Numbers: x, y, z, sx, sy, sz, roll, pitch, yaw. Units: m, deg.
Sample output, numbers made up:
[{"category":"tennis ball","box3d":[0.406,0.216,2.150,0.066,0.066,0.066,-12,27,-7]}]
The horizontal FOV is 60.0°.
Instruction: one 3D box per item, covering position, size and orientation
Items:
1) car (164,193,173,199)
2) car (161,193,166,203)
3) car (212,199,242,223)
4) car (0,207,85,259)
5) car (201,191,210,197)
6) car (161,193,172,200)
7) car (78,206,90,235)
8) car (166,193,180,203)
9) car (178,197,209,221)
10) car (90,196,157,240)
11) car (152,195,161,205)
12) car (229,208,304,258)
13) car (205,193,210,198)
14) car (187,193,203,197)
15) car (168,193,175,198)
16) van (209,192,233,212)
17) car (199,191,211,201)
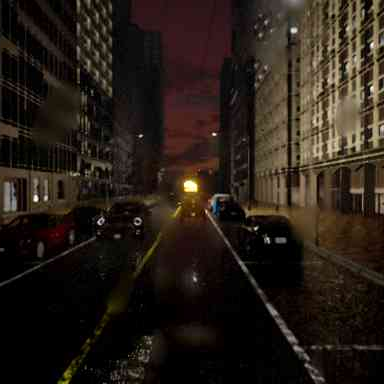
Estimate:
[{"category":"car","box3d":[-5.706,0.946,80.463,1.947,1.339,4.313,0,0,0]},{"category":"car","box3d":[-5.700,1.164,52.002,2.008,1.369,4.403,0,0,0]},{"category":"car","box3d":[2.687,1.399,23.532,1.947,1.339,4.313,0,0,0]},{"category":"car","box3d":[-5.691,1.459,12.154,1.887,1.381,4.507,0,0,0]},{"category":"car","box3d":[2.681,0.883,57.683,2.192,1.841,5.009,0,0,0]},{"category":"car","box3d":[-5.704,0.979,74.771,2.008,1.369,4.403,0,0,0]},{"category":"car","box3d":[-5.693,1.440,17.847,1.947,1.339,4.313,0,0,0]},{"category":"car","box3d":[-3.068,1.043,57.981,1.882,1.535,5.008,0,0,0]},{"category":"car","box3d":[0.094,1.348,24.991,1.812,1.442,4.674,0,0,0]},{"category":"car","box3d":[-3.104,1.238,16.095,2.097,1.767,4.553,0,0,0]},{"category":"car","box3d":[-5.698,1.185,46.139,1.752,1.417,4.829,0,0,0]},{"category":"car","box3d":[2.689,1.481,12.148,1.947,1.339,4.313,0,0,0]},{"category":"car","box3d":[2.685,1.188,34.916,1.967,1.590,4.097,0,0,0]},{"category":"car","box3d":[0.090,1.204,41.311,1.837,1.490,4.892,0,1,0]},{"category":"car","box3d":[-5.708,0.864,91.846,1.802,1.307,4.206,0,0,0]},{"category":"van","box3d":[2.686,1.132,29.224,1.690,1.788,3.998,0,0,0]},{"category":"car","box3d":[2.679,0.790,69.067,2.192,1.841,5.009,0,0,0]}]
